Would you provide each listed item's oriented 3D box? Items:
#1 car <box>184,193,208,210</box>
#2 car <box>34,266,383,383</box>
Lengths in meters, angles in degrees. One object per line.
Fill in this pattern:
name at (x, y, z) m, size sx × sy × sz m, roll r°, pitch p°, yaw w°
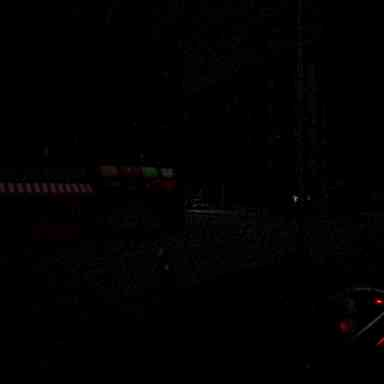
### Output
car at (-0.379, 1.206, 41.810) m, size 2.150 × 2.045 × 5.566 m, roll -1°, pitch 0°, yaw -35°
car at (0.667, 1.555, 3.289) m, size 4.313 × 1.339 × 1.947 m, roll 0°, pitch 0°, yaw -36°
